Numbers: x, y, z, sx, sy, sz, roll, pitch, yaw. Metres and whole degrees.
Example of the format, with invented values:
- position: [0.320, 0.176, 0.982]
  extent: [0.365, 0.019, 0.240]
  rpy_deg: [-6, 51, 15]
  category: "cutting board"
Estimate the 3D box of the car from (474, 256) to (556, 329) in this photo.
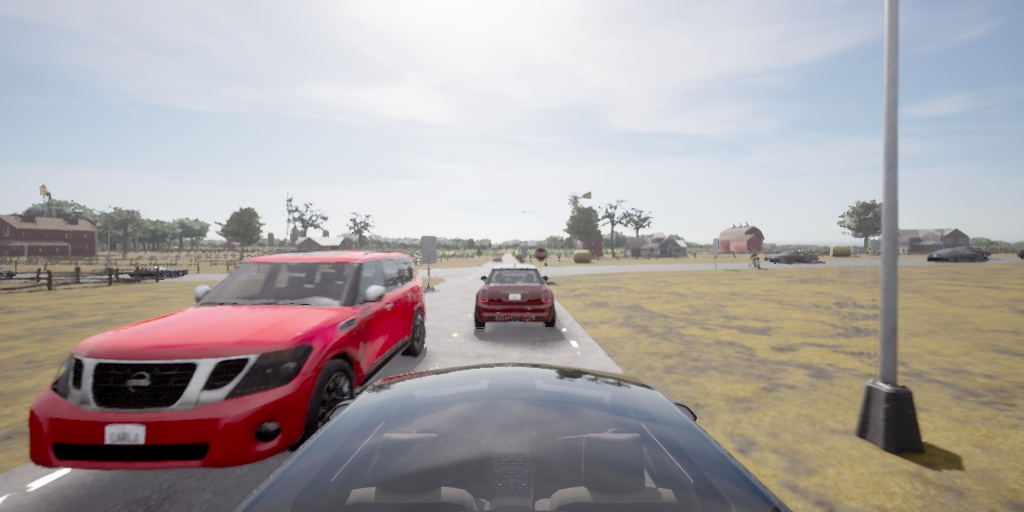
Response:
- position: [0.080, 1.012, 11.059]
  extent: [2.097, 1.767, 4.553]
  rpy_deg: [0, 1, 0]
  category: "car"

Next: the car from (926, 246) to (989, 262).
- position: [46.609, -0.077, 37.779]
  extent: [4.181, 1.385, 1.994]
  rpy_deg: [-1, 2, 0]
  category: "car"

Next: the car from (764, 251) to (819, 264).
- position: [32.222, 0.118, 41.391]
  extent: [5.357, 1.411, 2.033]
  rpy_deg: [-1, 2, 0]
  category: "car"

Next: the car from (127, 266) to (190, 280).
- position: [-36.933, 1.734, 37.550]
  extent: [4.718, 1.301, 1.895]
  rpy_deg: [-1, 2, 0]
  category: "car"

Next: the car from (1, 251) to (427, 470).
- position: [-2.850, 0.935, 5.399]
  extent: [2.150, 2.045, 5.566]
  rpy_deg: [0, 1, 0]
  category: "car"

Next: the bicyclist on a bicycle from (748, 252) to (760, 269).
- position: [22.814, 0.449, 33.780]
  extent: [0.582, 1.620, 1.656]
  rpy_deg: [-1, 0, 0]
  category: "bicyclist on a bicycle"
